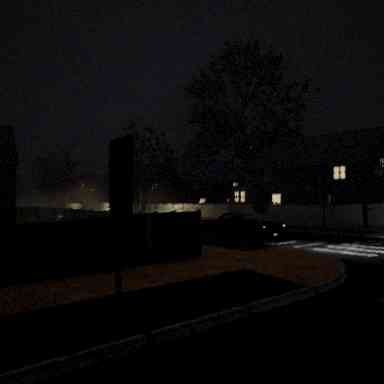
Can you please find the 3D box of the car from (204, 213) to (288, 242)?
[{"bbox_3d":[2.769,1.794,17.887,1.895,1.301,4.718,0,-1,-35],"label":"car"}]

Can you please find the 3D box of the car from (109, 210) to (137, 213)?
[{"bbox_3d":[-6.486,2.130,30.979,2.033,1.411,5.357,0,-2,-35],"label":"car"}]

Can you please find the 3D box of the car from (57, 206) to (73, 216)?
[{"bbox_3d":[-17.969,2.642,47.391,1.994,1.385,4.181,0,-2,-35],"label":"car"}]
